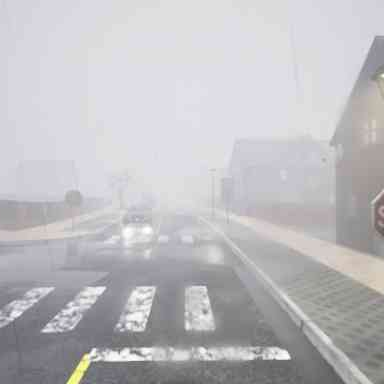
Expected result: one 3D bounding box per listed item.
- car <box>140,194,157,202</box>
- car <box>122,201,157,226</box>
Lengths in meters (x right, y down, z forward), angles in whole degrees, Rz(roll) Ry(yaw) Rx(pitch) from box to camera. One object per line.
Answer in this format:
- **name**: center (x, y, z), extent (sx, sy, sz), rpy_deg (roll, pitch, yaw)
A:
- **car**: center (-6.288, 1.243, 48.279), extent (2.150, 2.045, 5.566), rpy_deg (0, 0, -8)
- **car**: center (-3.660, 1.575, 23.289), extent (1.994, 1.385, 4.181), rpy_deg (0, 0, -4)
